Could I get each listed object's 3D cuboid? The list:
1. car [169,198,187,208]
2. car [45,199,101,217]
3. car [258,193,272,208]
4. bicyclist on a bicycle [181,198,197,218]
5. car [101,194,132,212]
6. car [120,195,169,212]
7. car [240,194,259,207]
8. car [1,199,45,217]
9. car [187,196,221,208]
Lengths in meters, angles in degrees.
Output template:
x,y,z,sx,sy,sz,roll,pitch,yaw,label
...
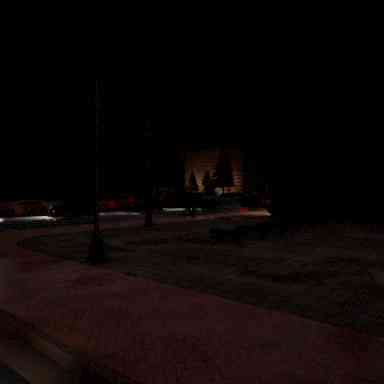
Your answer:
x,y,z,sx,sy,sz,roll,pitch,yaw,label
-2.137,1.547,47.736,2.033,1.411,5.357,0,0,40,car
-11.220,1.564,31.569,1.994,1.385,4.181,0,0,40,car
12.014,1.352,48.004,2.097,1.767,4.553,0,0,41,car
-0.264,1.301,26.744,1.656,1.620,0.582,0,0,40,bicyclist on a bicycle
-9.358,1.221,39.199,2.150,2.045,5.566,0,0,41,car
-5.408,1.478,38.449,1.882,1.535,5.008,0,0,40,car
9.121,1.505,50.010,1.837,1.490,4.892,0,0,41,car
-15.872,1.478,31.496,1.882,1.535,5.008,0,0,40,car
1.971,1.601,47.159,1.895,1.301,4.718,0,0,40,car
